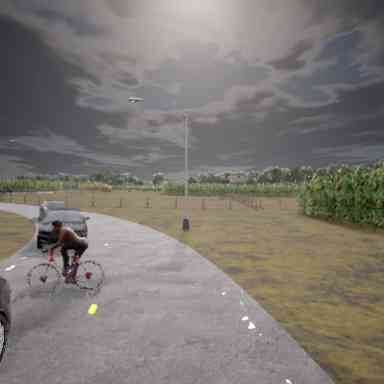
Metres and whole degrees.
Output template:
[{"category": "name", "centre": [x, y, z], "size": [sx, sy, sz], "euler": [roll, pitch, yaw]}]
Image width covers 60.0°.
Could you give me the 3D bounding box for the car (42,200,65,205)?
[{"category": "car", "centre": [-10.812, 1.421, 26.195], "size": [1.837, 1.490, 4.892], "euler": [0, 1, -31]}]

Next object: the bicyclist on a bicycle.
[{"category": "bicyclist on a bicycle", "centre": [-2.847, 1.453, 7.502], "size": [1.656, 1.620, 0.582], "euler": [-2, 0, -10]}]

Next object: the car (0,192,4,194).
[{"category": "car", "centre": [-26.551, 0.995, 42.942], "size": [4.181, 1.385, 1.994], "euler": [2, 1, 38]}]

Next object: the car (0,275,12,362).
[{"category": "car", "centre": [-3.202, 1.504, 2.672], "size": [1.837, 1.490, 4.892], "euler": [0, 0, -6]}]

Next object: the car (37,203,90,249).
[{"category": "car", "centre": [-5.648, 1.471, 14.775], "size": [1.882, 1.535, 5.008], "euler": [0, 0, -19]}]
